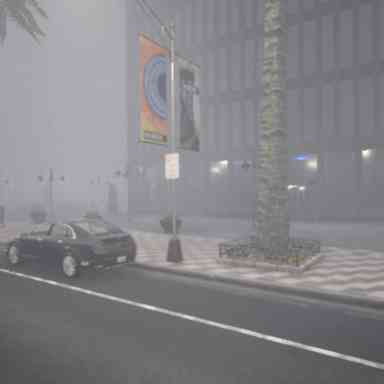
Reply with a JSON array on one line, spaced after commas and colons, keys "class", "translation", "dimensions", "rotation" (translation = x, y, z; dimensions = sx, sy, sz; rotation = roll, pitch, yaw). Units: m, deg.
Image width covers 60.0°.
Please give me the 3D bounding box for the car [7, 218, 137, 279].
[{"class": "car", "translation": [-3.880, 1.569, 10.367], "dimensions": [4.892, 1.521, 2.231], "rotation": [-1, 0, 35]}]
